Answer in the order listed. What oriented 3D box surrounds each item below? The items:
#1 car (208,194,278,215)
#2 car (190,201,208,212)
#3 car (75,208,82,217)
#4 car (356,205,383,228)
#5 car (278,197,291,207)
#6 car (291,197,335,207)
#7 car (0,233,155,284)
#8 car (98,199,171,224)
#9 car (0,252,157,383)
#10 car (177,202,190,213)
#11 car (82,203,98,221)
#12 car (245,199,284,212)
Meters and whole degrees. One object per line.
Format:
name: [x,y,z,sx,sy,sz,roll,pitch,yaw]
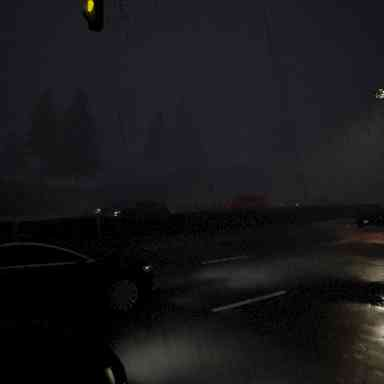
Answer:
car: [4.411,1.239,28.416,5.566,2.045,2.150,0,0,-35]
car: [2.372,1.583,31.261,4.181,1.385,1.994,0,0,-35]
car: [-7.740,1.578,28.437,4.181,1.385,1.994,0,0,-35]
car: [12.118,1.539,20.885,4.674,1.442,1.812,0,0,-35]
car: [10.612,1.327,37.042,4.553,1.767,2.097,0,0,-35]
car: [12.755,1.325,34.270,4.553,1.767,2.097,0,0,-35]
car: [-2.988,1.495,5.914,4.902,1.511,2.128,0,0,-36]
car: [-3.678,1.366,22.736,4.553,1.767,2.097,0,0,-35]
car: [-2.724,1.501,1.804,4.892,1.490,1.837,0,0,-35]
car: [0.497,1.583,34.220,4.181,1.385,1.994,0,0,-35]
car: [-5.697,1.366,25.595,4.553,1.767,2.097,0,0,-35]
car: [8.757,1.574,40.016,4.718,1.301,1.895,0,0,-35]
